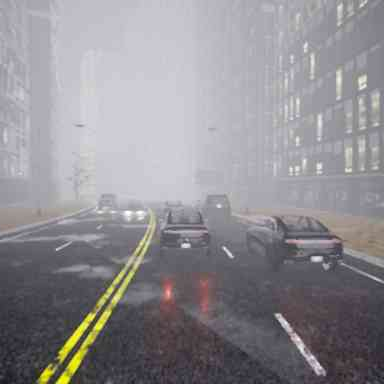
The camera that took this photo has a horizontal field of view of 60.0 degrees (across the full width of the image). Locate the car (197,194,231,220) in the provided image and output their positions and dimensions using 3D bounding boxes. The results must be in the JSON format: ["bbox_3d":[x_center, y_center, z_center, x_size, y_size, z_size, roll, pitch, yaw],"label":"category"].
[{"bbox_3d":[1.718,1.166,27.547,2.150,2.045,5.566,0,0,-6],"label":"car"}]

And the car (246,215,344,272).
[{"bbox_3d":[3.041,1.474,10.766,2.128,1.511,4.902,0,0,-2],"label":"car"}]

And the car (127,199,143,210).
[{"bbox_3d":[-7.059,1.519,41.051,1.895,1.301,4.718,0,0,-10],"label":"car"}]

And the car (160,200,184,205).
[{"bbox_3d":[-1.656,1.436,28.295,2.128,1.511,4.902,0,0,-7],"label":"car"}]

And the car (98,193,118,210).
[{"bbox_3d":[-10.455,1.145,41.539,2.150,2.045,5.566,0,0,-11],"label":"car"}]

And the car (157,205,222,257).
[{"bbox_3d":[-0.305,1.469,12.871,2.128,1.511,4.902,0,0,-3],"label":"car"}]
